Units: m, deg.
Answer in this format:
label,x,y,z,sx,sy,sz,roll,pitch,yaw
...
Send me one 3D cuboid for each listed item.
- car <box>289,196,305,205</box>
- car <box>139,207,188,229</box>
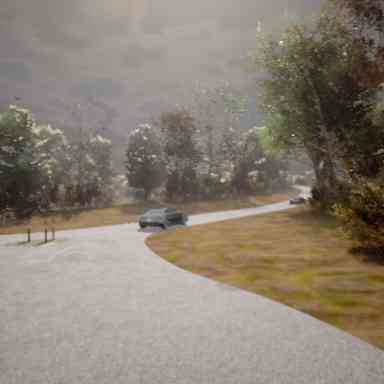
label,x,y,z,sx,sy,sz,roll,pitch,yaw
car,17.768,1.369,56.173,1.994,1.385,4.181,-3,0,29
car,-1.886,1.736,23.075,1.994,1.385,4.181,-2,0,25
